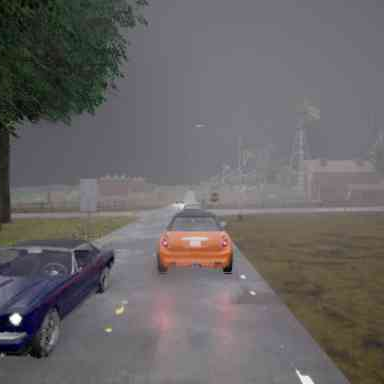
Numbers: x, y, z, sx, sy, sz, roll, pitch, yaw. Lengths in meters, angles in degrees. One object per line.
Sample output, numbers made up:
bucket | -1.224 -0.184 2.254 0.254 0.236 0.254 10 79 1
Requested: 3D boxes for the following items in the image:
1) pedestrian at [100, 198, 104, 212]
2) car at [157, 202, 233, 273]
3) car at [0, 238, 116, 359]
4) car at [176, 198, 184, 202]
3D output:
pedestrian | -12.175 1.693 44.823 0.375 1.860 0.375 0 2 0
car | 0.088 1.393 10.941 2.097 1.767 4.553 0 0 0
car | -2.853 1.621 6.156 1.895 1.301 4.718 0 0 0
car | -2.786 2.131 76.172 1.837 1.490 4.892 0 -1 0
